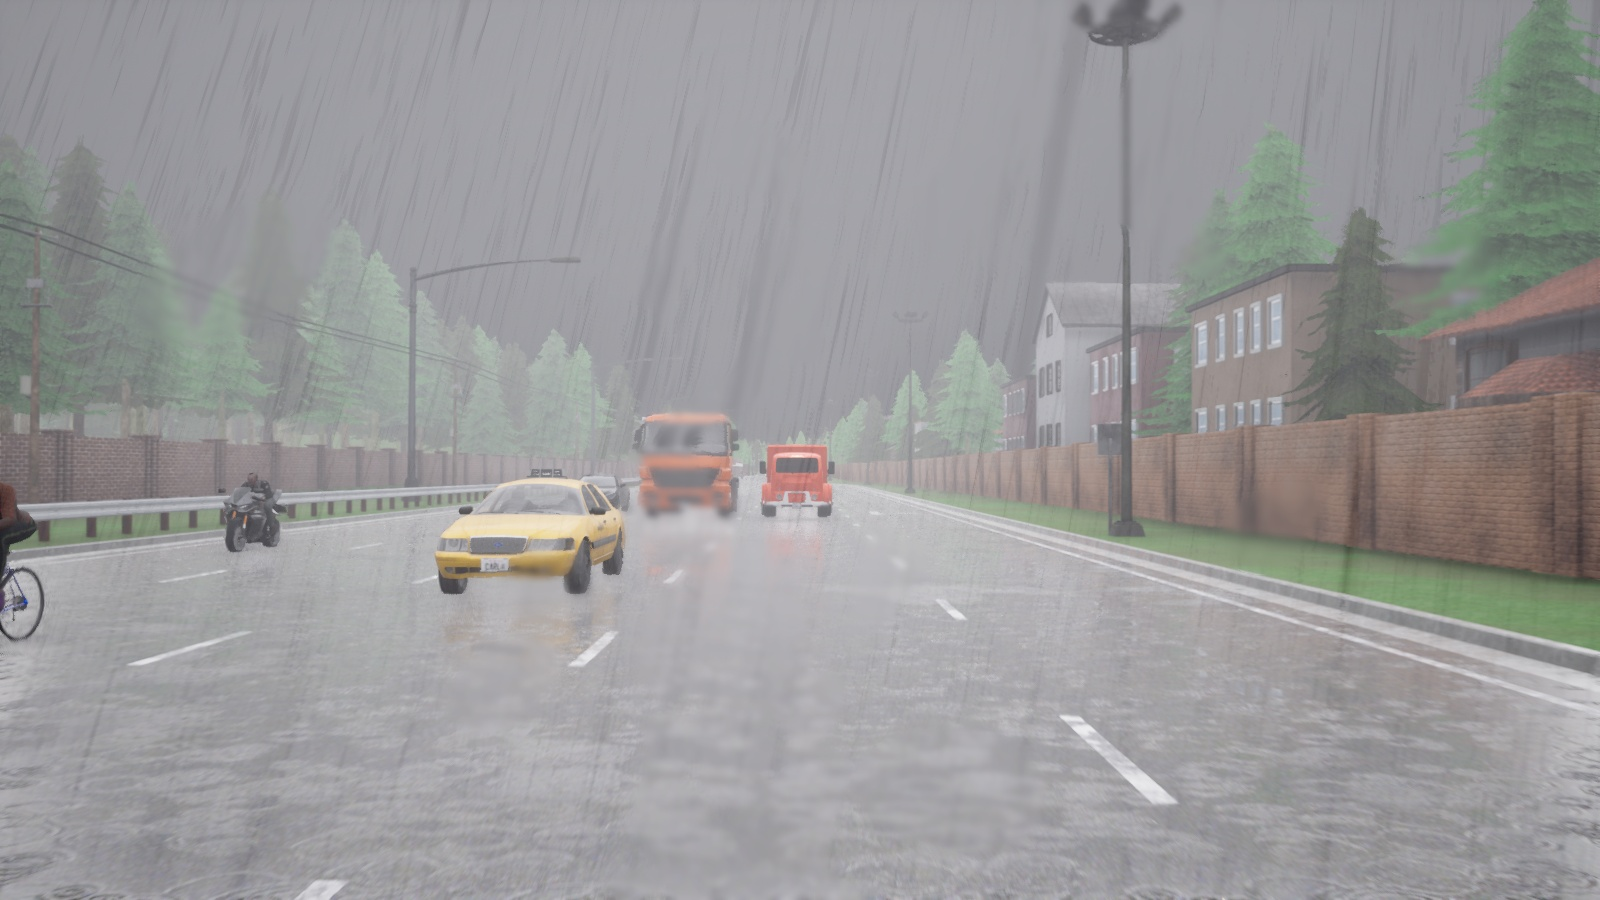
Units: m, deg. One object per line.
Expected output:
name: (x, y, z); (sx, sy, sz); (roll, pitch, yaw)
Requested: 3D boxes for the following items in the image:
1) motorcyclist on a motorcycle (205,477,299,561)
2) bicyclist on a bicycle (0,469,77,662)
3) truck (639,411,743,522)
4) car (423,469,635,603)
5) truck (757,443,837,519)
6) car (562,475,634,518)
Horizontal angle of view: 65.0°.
motorcyclist on a motorcycle: (-10.557, 1.299, 24.305); (0.866, 1.530, 2.191); (0, -1, 0)
bicyclist on a bicycle: (-7.026, 0.978, 10.865); (0.582, 1.620, 1.656); (0, -1, 0)
truck: (-3.605, 0.573, 43.336); (2.891, 3.462, 7.936); (0, -1, 0)
car: (-3.542, 1.060, 17.477); (1.801, 1.575, 5.366); (0, -1, 0)
truck: (-0.104, 1.064, 43.972); (2.627, 2.467, 5.204); (0, -1, 0)
car: (-7.104, 1.615, 44.601); (1.812, 1.442, 4.674); (0, -1, 0)
